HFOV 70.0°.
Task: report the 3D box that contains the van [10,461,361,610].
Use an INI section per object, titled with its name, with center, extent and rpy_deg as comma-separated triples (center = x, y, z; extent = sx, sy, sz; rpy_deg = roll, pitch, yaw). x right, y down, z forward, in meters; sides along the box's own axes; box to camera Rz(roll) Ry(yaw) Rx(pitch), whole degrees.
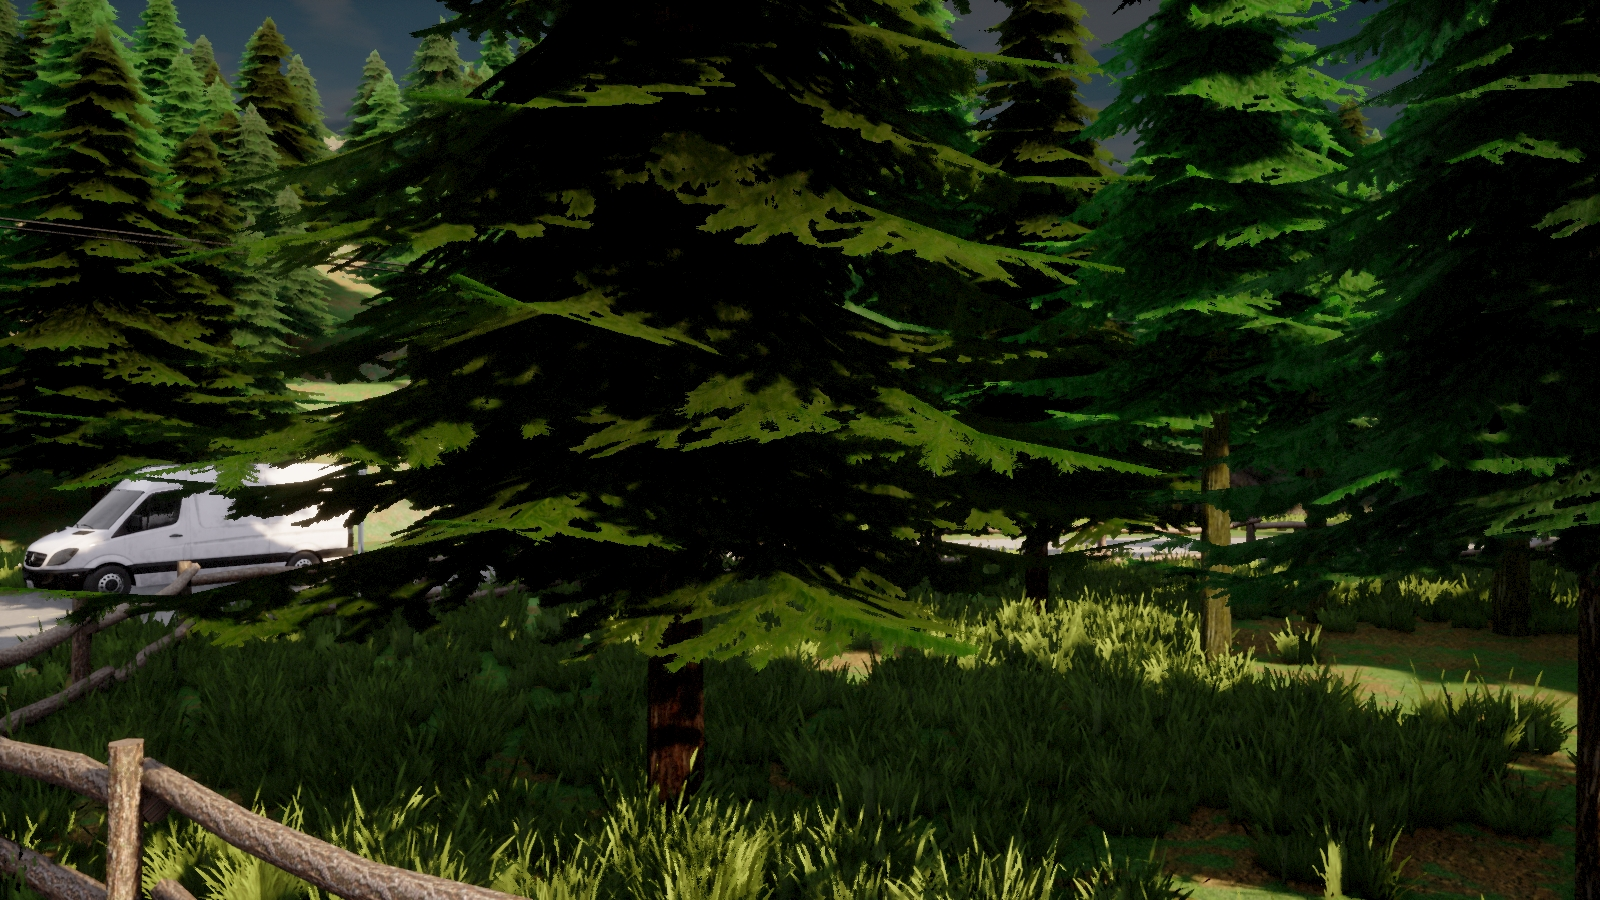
[van]
center = -12.132, 1.534, 23.024
extent = 1.988, 2.561, 5.915
rpy_deg = 0, 0, 39
